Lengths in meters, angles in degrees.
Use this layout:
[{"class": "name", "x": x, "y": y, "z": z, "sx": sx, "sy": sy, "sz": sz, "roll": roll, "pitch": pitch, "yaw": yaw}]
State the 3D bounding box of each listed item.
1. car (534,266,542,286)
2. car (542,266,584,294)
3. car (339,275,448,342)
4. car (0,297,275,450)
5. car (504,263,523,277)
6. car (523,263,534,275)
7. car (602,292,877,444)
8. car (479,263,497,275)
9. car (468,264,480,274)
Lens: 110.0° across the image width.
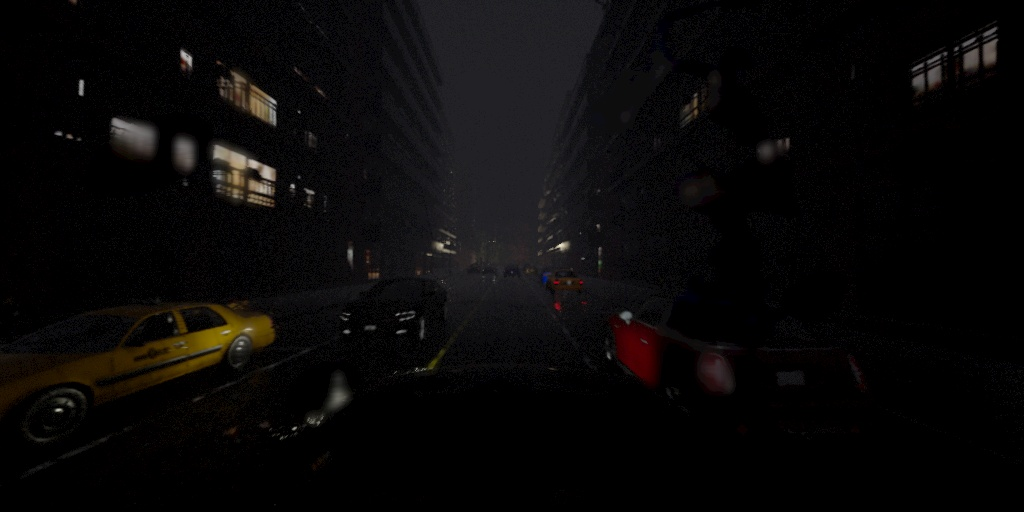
[{"class": "car", "x": 3.135, "y": 1.587, "z": 29.103, "sx": 1.882, "sy": 1.535, "sz": 5.008, "roll": 0, "pitch": -1, "yaw": 0}, {"class": "car", "x": 3.146, "y": 1.477, "z": 22.293, "sx": 1.801, "sy": 1.575, "sz": 5.366, "roll": 0, "pitch": -1, "yaw": 0}, {"class": "car", "x": -3.103, "y": 1.340, "z": 10.342, "sx": 1.882, "sy": 1.535, "sz": 5.008, "roll": 0, "pitch": -1, "yaw": 0}, {"class": "car", "x": -5.691, "y": 1.324, "z": 5.262, "sx": 1.751, "sy": 1.417, "sz": 4.829, "roll": 0, "pitch": 0, "yaw": 0}, {"class": "car", "x": 0.039, "y": 1.784, "z": 44.002, "sx": 1.882, "sy": 1.535, "sz": 5.008, "roll": 0, "pitch": -1, "yaw": 1}, {"class": "car", "x": 2.692, "y": 1.910, "z": 50.110, "sx": 1.751, "sy": 1.417, "sz": 4.829, "roll": 0, "pitch": 0, "yaw": 0}, {"class": "car", "x": 2.689, "y": 1.238, "z": 5.400, "sx": 1.967, "sy": 1.591, "sz": 4.097, "roll": 0, "pitch": 0, "yaw": 0}, {"class": "car", "x": -3.087, "y": 1.986, "z": 50.007, "sx": 1.895, "sy": 1.301, "sz": 4.718, "roll": 0, "pitch": -1, "yaw": 0}, {"class": "car", "x": -5.717, "y": 1.899, "z": 55.538, "sx": 1.967, "sy": 1.591, "sz": 4.097, "roll": 0, "pitch": 0, "yaw": 0}]
